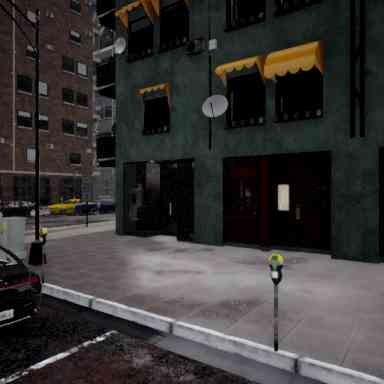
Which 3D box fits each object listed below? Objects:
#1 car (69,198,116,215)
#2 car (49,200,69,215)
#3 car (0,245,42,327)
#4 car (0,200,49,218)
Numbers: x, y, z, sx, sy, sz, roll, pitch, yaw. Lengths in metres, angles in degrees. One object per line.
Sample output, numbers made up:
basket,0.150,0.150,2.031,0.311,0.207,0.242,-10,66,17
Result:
car,-8.211,1.309,29.960,1.895,1.301,4.718,0,1,35
car,-10.982,1.249,30.495,1.752,1.417,4.829,1,1,35
car,-4.487,1.551,6.065,4.403,1.369,2.008,0,0,35
car,-14.067,1.350,26.067,2.008,1.369,4.403,1,1,35
